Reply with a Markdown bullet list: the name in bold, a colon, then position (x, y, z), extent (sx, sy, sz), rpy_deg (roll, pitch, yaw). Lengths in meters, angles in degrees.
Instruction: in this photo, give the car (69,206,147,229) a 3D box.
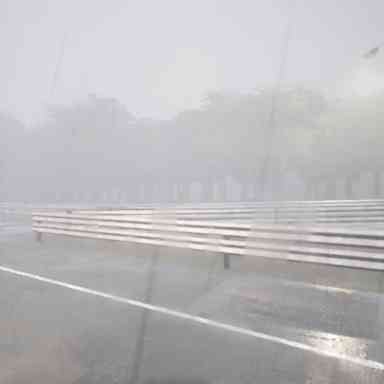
- **car**: position (-5.686, 1.625, 21.869), extent (5.357, 1.411, 2.033), rpy_deg (-1, 0, 15)
